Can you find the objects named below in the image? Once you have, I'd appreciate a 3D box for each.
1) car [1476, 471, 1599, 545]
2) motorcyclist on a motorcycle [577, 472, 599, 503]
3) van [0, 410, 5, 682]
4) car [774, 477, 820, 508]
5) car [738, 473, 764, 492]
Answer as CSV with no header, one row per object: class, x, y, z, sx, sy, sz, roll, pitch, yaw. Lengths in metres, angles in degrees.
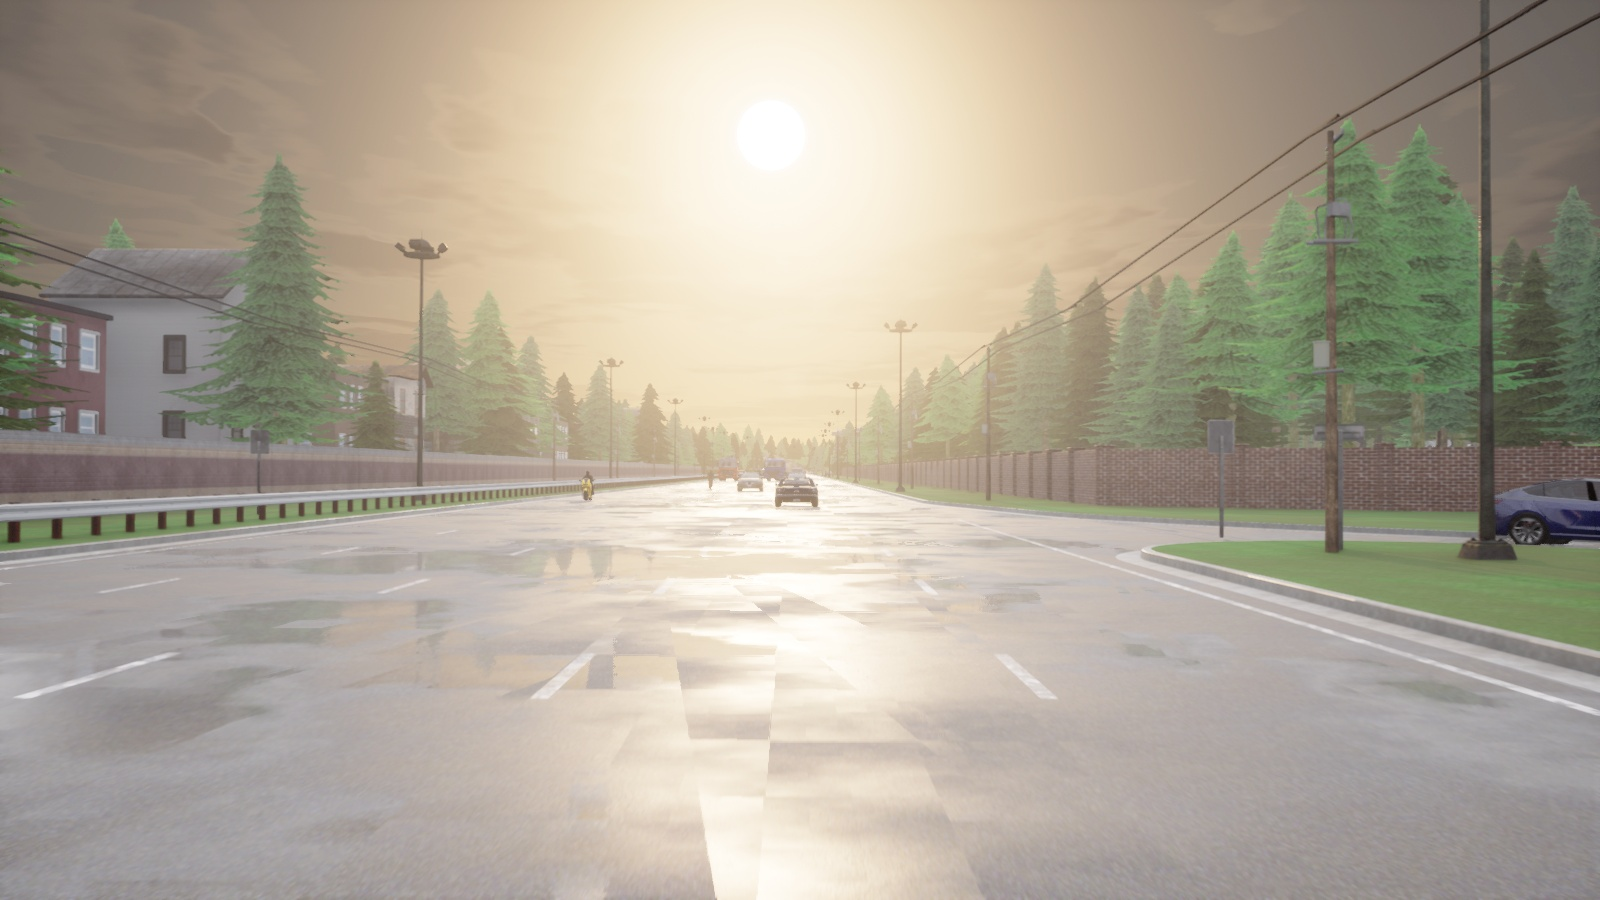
car,17.021,1.182,26.056,2.163,1.488,4.792,1,-1,-42
motorcyclist on a motorcycle,-10.675,1.898,63.356,0.797,1.523,2.044,0,-1,-1
van,-7.018,0.686,7.202,2.069,2.038,4.480,0,-1,0
car,-0.132,1.832,54.991,1.895,1.301,4.718,0,-1,0
car,-3.730,2.451,95.465,1.812,1.442,4.674,0,-1,0
